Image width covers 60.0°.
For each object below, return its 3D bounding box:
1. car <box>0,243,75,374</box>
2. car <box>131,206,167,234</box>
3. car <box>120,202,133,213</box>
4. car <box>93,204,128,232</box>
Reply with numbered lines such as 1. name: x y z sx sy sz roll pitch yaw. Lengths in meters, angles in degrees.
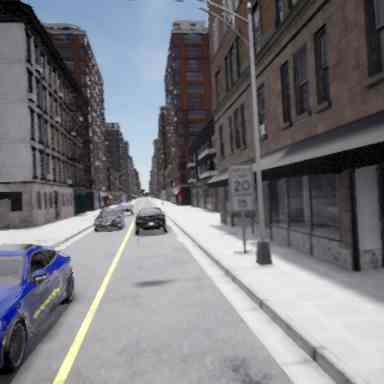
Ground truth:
1. car: -3.410 1.733 5.902 1.812 1.442 4.674 -3 0 -6
2. car: -2.688 1.713 21.563 1.882 1.535 5.008 -3 0 -8
3. car: -8.069 1.956 40.497 2.033 1.411 5.357 -3 0 -8
4. car: -5.887 1.925 23.969 1.837 1.490 4.892 -3 0 -8
